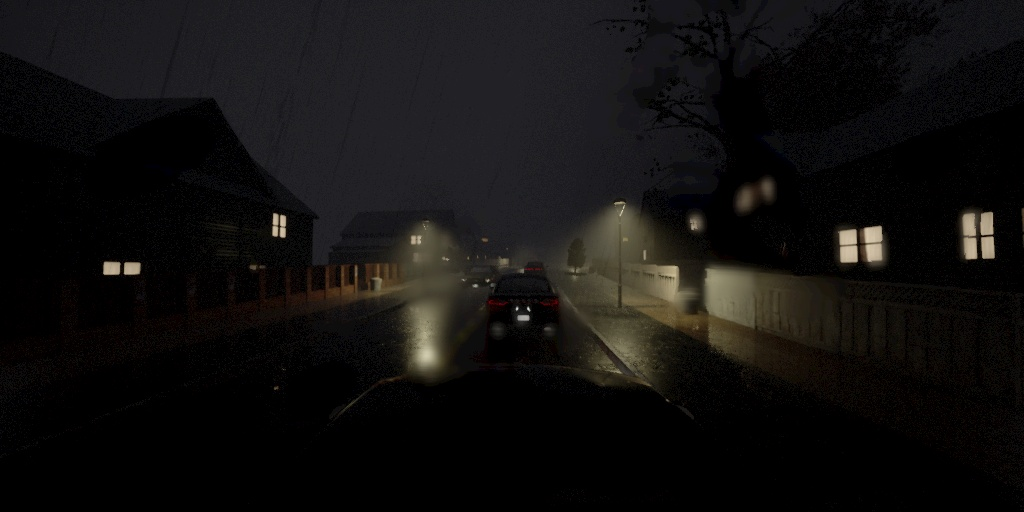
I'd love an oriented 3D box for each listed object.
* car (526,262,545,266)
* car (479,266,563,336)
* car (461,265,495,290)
[{"bbox_3d":[2.102,1.237,31.437,1.837,1.490,4.892,0,0,7],"label":"car"},{"bbox_3d":[0.346,1.228,10.478,1.882,1.535,5.008,0,0,2],"label":"car"},{"bbox_3d":[-1.822,1.301,22.961,2.033,1.411,5.357,0,0,5],"label":"car"}]
